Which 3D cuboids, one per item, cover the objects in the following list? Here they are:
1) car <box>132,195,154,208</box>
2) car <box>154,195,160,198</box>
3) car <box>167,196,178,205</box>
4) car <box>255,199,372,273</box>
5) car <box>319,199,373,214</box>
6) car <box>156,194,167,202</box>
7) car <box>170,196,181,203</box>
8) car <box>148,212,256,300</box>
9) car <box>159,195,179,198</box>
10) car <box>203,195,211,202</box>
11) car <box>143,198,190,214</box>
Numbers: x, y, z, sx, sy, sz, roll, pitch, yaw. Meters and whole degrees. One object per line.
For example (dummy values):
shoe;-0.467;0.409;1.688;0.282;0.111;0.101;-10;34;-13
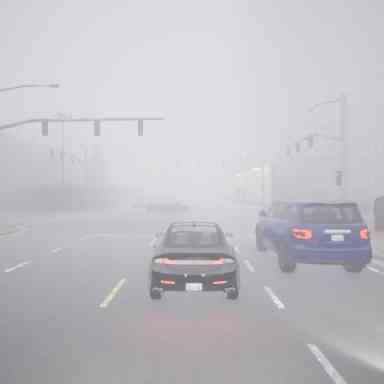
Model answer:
car;-7.153;1.342;47.272;2.097;1.767;4.553;0;0;2
car;-7.094;1.341;56.096;2.097;1.767;4.553;0;0;0
car;-3.578;1.492;61.485;1.837;1.490;4.892;0;0;1
car;3.570;1.219;10.841;2.150;2.045;5.566;0;0;0
car;16.455;1.552;35.640;4.892;1.490;1.837;0;0;0
car;-7.013;1.340;76.464;2.097;1.767;4.553;0;0;0
car;-3.512;1.525;71.885;2.033;1.411;5.357;0;0;0
car;0.055;1.490;8.396;2.128;1.511;4.902;0;0;0
car;-3.595;1.537;51.890;2.033;1.411;5.357;0;0;0
car;3.487;1.510;77.207;2.128;1.511;4.902;0;0;0
car;-2.538;1.617;35.595;4.718;1.301;1.895;0;0;0
